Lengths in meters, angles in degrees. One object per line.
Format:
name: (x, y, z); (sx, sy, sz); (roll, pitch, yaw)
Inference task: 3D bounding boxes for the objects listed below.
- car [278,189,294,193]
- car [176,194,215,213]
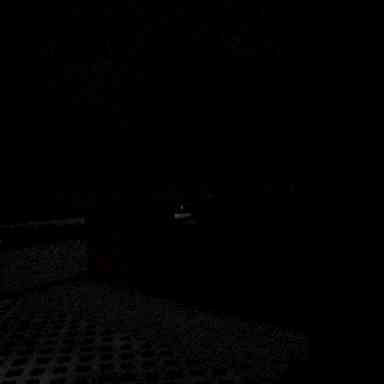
car: (13.225, 0.387, 46.601); (2.128, 1.511, 4.902); (0, 1, 36)
car: (0.604, 0.955, 29.197); (2.128, 1.511, 4.902); (0, 1, 36)
